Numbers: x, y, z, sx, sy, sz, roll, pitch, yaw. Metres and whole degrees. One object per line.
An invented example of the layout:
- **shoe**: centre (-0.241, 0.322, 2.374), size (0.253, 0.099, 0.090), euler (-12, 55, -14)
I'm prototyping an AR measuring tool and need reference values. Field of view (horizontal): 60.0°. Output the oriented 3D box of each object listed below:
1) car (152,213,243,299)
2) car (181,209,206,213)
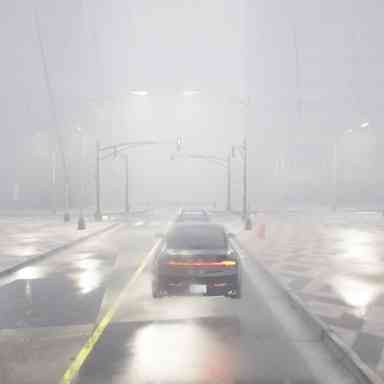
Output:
- **car**: centre (0.101, 1.502, 8.437), size (1.837, 1.490, 4.892), euler (0, 0, 0)
- **car**: centre (0.062, 1.557, 17.340), size (1.994, 1.385, 4.181), euler (0, 0, 1)
